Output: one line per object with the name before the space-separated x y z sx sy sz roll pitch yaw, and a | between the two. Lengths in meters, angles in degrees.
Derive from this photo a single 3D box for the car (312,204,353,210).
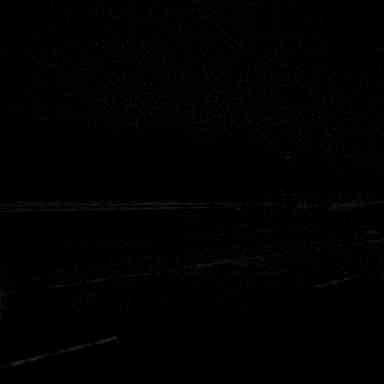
car | 13.610 1.940 30.909 4.674 1.442 1.812 1 -1 -35

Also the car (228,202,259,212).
car | 6.459 1.870 38.703 5.008 1.535 1.882 1 -1 -35

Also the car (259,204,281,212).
car | 10.424 1.979 37.236 5.357 1.411 2.033 1 -1 -35

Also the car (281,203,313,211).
car | 11.521 1.939 33.717 4.674 1.442 1.812 1 -1 -35
